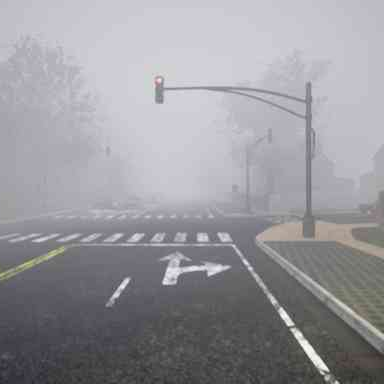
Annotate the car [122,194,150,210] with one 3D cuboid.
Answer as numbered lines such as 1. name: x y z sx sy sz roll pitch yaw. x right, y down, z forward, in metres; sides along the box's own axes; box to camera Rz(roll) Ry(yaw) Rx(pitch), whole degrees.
1. car: -6.502 1.243 37.852 2.033 1.411 5.357 0 0 0

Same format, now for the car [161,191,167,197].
1. car: -6.328 0.542 69.261 2.097 1.767 4.553 0 0 0

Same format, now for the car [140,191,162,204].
1. car: -6.447 1.075 52.940 2.128 1.511 4.902 0 0 0

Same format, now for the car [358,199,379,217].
1. car: 12.907 0.878 20.332 4.718 1.301 1.895 -2 0 -6

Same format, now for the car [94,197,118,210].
1. car: -9.750 1.258 37.953 1.994 1.385 4.181 0 0 0

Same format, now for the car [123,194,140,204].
1. car: -9.693 1.085 53.492 1.837 1.490 4.892 0 0 0

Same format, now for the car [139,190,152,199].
1. car: -9.578 0.438 69.270 2.097 1.767 4.553 0 0 0
